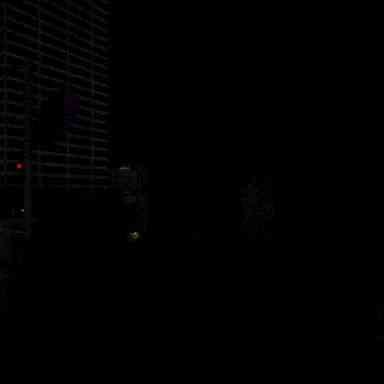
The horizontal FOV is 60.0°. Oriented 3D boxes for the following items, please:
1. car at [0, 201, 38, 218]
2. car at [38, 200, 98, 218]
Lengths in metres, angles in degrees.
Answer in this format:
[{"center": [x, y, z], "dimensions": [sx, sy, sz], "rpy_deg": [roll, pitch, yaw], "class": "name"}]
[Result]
[{"center": [-15.458, 1.547, 30.638], "dimensions": [2.033, 1.411, 5.357], "rpy_deg": [0, 0, 35], "class": "car"}, {"center": [-11.086, 1.478, 30.754], "dimensions": [1.882, 1.535, 5.008], "rpy_deg": [0, 0, 35], "class": "car"}]
